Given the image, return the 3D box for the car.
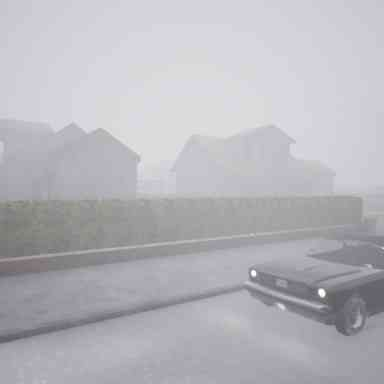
[{"bbox_3d":[3.330,1.599,6.786,4.718,1.301,1.895,0,0,-34],"label":"car"}]
